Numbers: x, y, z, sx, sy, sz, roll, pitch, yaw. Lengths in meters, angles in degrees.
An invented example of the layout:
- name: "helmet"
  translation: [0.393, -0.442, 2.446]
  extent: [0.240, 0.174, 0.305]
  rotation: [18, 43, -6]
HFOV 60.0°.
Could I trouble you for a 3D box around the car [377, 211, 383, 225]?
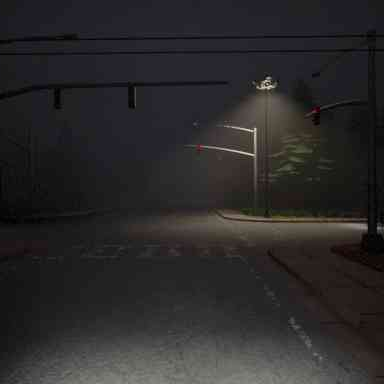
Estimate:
- name: "car"
  translation: [14.740, 1.515, 22.082]
  extent: [4.892, 1.490, 1.837]
  rotation: [0, 0, 1]
